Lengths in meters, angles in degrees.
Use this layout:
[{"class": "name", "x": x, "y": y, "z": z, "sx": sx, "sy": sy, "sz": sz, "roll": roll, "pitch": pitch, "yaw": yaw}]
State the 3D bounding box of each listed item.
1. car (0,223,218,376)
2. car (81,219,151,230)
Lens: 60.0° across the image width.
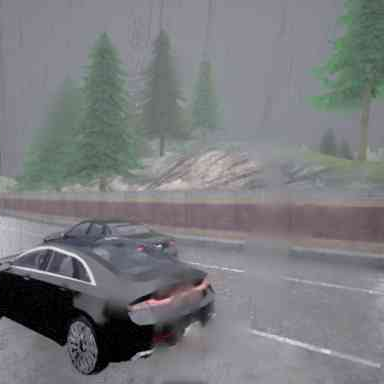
[{"class": "car", "x": -1.892, "y": 1.518, "z": 5.652, "sx": 4.902, "sy": 1.511, "sz": 2.128, "roll": 0, "pitch": 0, "yaw": 38}, {"class": "car", "x": -2.851, "y": 1.593, "z": 10.910, "sx": 5.357, "sy": 1.411, "sz": 2.033, "roll": -1, "pitch": 0, "yaw": 40}]
